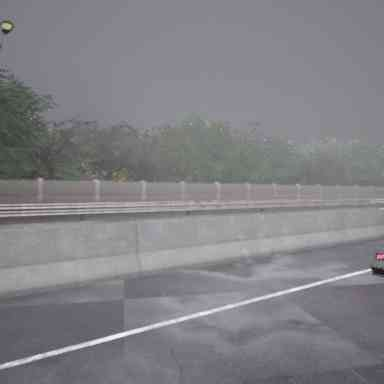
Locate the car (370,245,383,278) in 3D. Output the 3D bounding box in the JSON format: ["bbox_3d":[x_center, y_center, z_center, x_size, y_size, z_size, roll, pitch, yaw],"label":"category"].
[{"bbox_3d":[6.775,1.557,8.587,5.357,1.411,2.033,0,0,-34],"label":"car"}]
